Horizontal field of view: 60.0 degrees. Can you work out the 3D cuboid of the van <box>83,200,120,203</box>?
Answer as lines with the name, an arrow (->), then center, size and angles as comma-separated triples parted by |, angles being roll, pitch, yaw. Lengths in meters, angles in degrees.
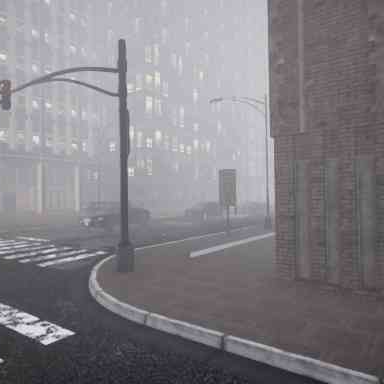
van -> -6.026, 1.460, 23.520 | 1.690, 1.788, 3.998 | -2, -1, 36

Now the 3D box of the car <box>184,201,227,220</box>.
car -> 1.282, 1.563, 29.247 | 1.882, 1.535, 5.008 | -1, -1, 36

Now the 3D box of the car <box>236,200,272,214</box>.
car -> 7.242, 1.707, 37.530 | 1.895, 1.301, 4.718 | -1, -1, 36

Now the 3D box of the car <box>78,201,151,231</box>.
car -> -4.653, 1.558, 21.004 | 2.128, 1.511, 4.902 | -1, -1, 34
